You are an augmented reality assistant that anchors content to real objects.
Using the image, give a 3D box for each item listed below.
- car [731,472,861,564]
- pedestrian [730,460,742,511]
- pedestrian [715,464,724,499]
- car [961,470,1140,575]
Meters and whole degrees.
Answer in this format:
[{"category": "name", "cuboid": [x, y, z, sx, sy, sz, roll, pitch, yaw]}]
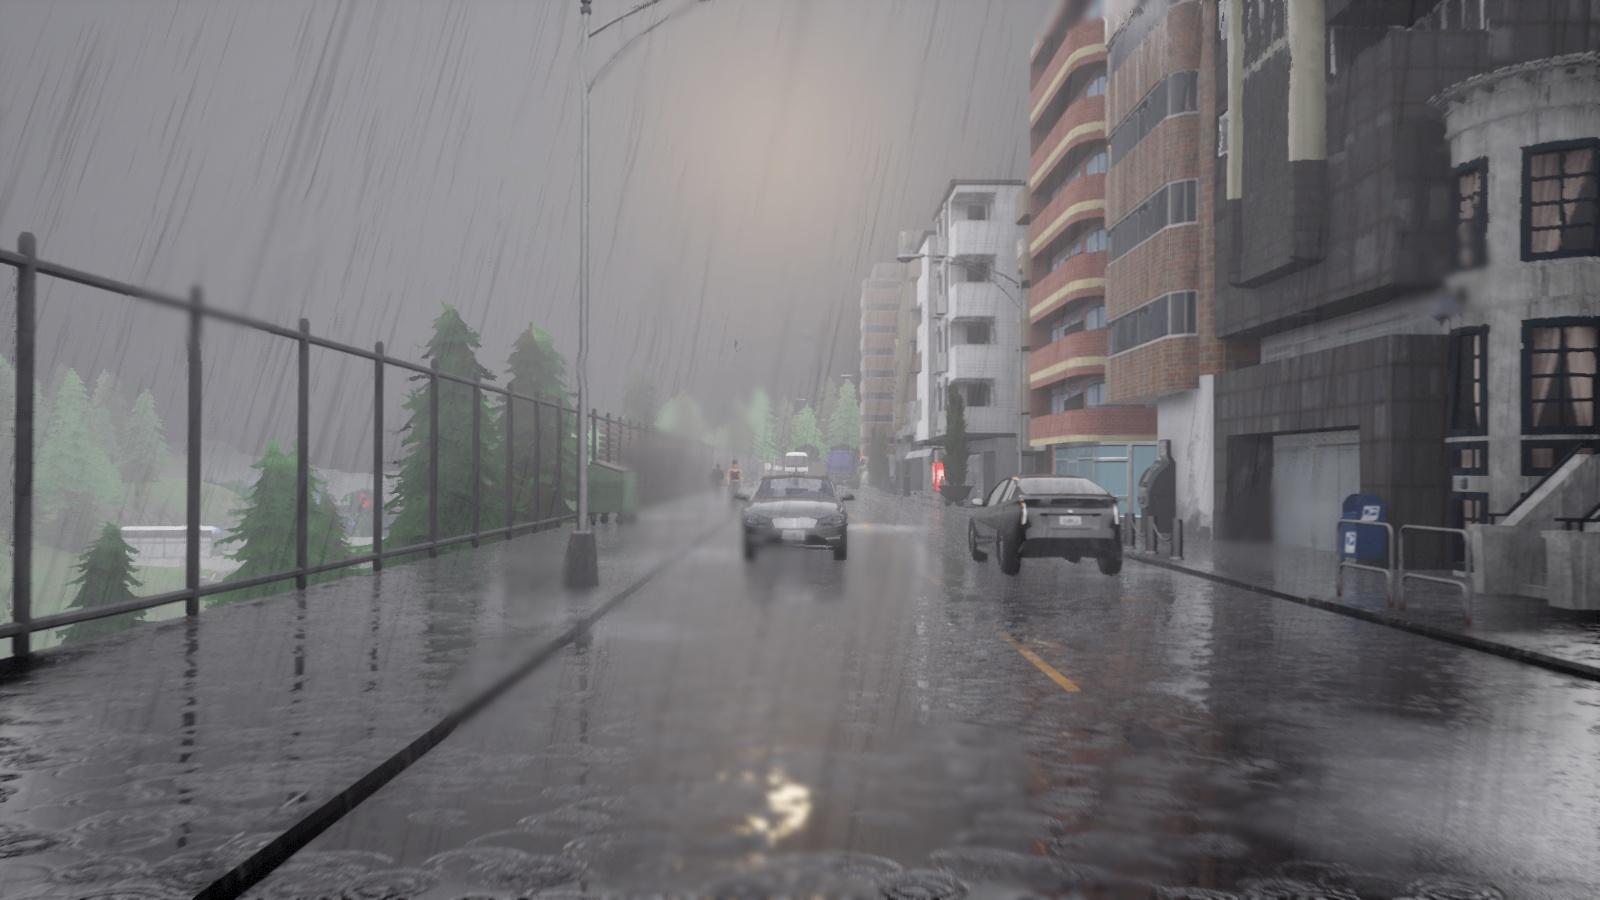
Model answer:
[{"category": "car", "cuboid": [-0.065, 1.157, 23.069, 2.128, 1.511, 4.902, 0, -1, 0]}, {"category": "pedestrian", "cuboid": [-2.362, 1.307, 46.188, 0.345, 1.836, 0.594, 0, -1, -10]}, {"category": "pedestrian", "cuboid": [-4.277, 1.659, 66.755, 0.431, 1.840, 0.703, 0, -1, 0]}, {"category": "car", "cuboid": [3.940, 1.090, 20.583, 2.007, 1.525, 4.514, 0, -1, 0]}]
